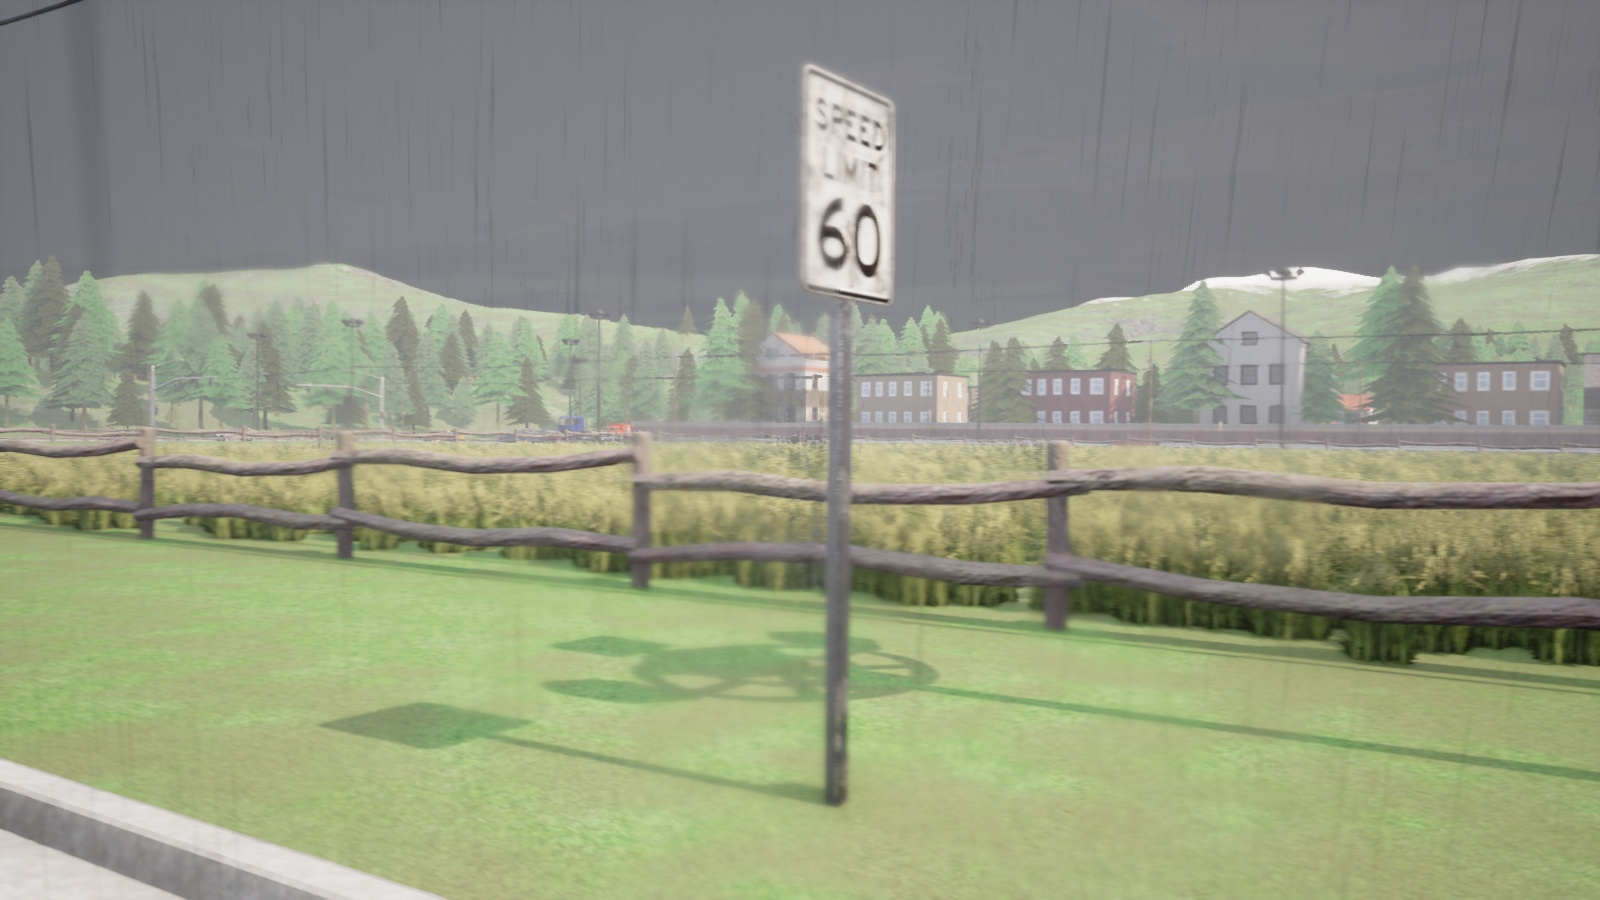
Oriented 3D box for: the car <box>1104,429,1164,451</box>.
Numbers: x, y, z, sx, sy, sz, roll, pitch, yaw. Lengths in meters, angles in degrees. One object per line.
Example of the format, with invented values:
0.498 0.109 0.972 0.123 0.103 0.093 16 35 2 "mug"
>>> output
23.232 -0.680 87.337 3.633 1.501 1.845 0 1 34 "car"
